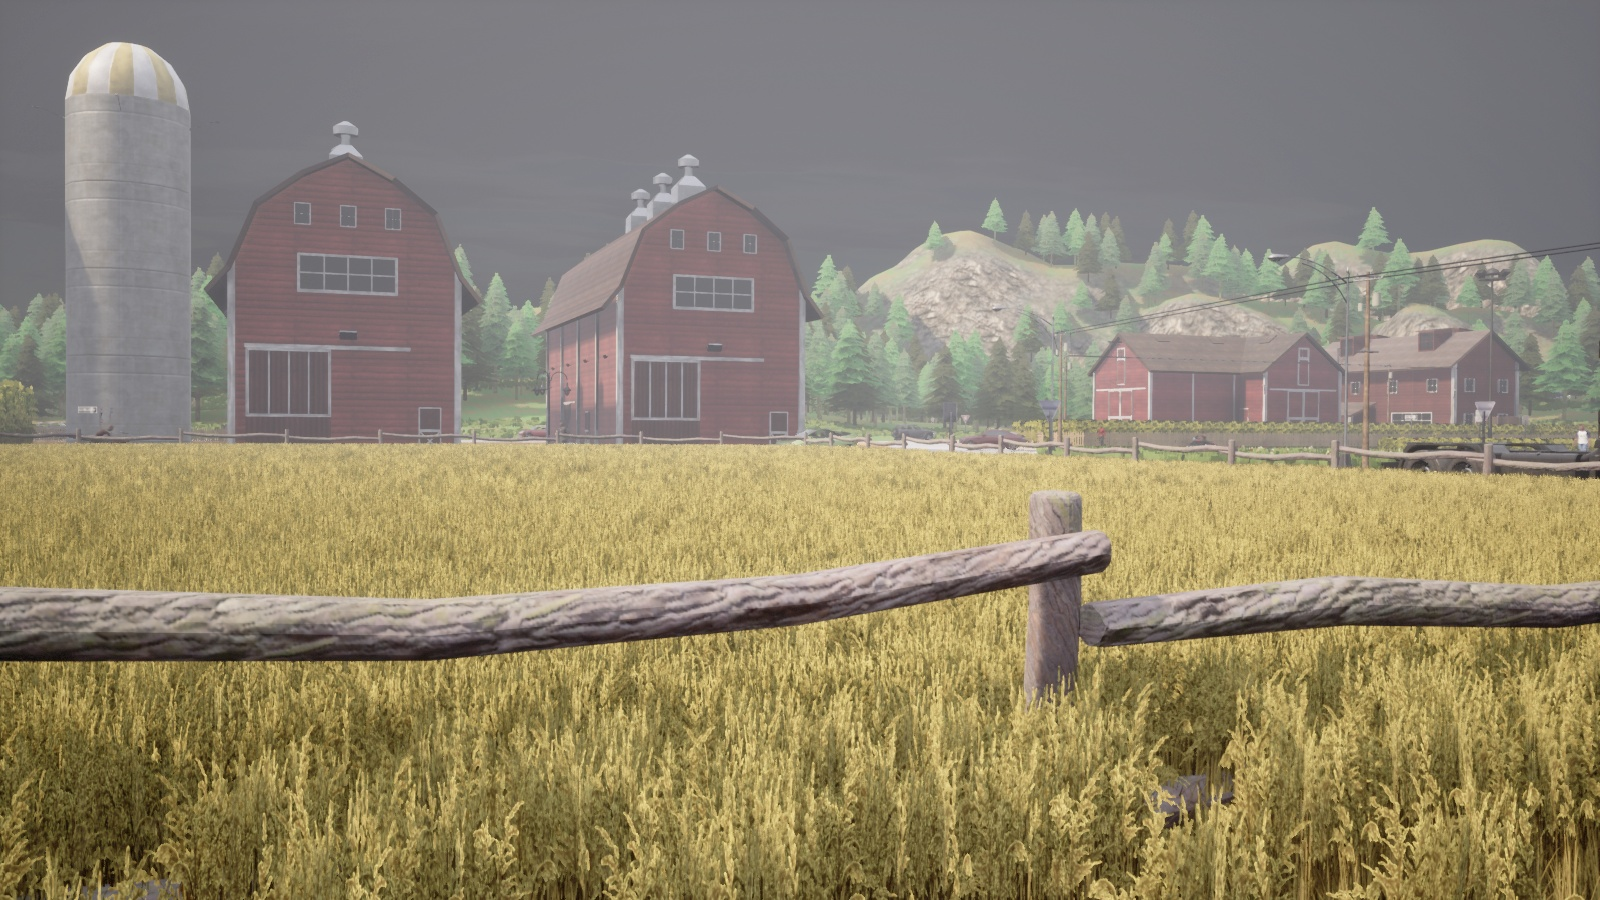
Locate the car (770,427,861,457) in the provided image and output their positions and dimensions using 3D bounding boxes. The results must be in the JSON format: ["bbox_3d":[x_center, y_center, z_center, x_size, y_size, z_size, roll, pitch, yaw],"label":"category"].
[{"bbox_3d":[0.850,-0.460,67.979,4.514,1.525,2.007,-2,2,-30],"label":"car"}]

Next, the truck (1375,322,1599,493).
[{"bbox_3d":[16.877,-0.900,27.619,2.891,3.462,7.936,-1,1,-21],"label":"truck"}]

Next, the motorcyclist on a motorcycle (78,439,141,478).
[{"bbox_3d":[-29.138,0.341,52.994,2.191,1.530,0.866,-2,3,-39],"label":"motorcyclist on a motorcycle"}]

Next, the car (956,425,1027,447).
[{"bbox_3d":[13.127,-0.973,86.279,4.674,1.442,1.812,-1,1,6],"label":"car"}]

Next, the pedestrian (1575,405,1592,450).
[{"bbox_3d":[32.570,-0.928,52.202,0.706,1.836,0.354,-1,1,-32],"label":"pedestrian"}]
